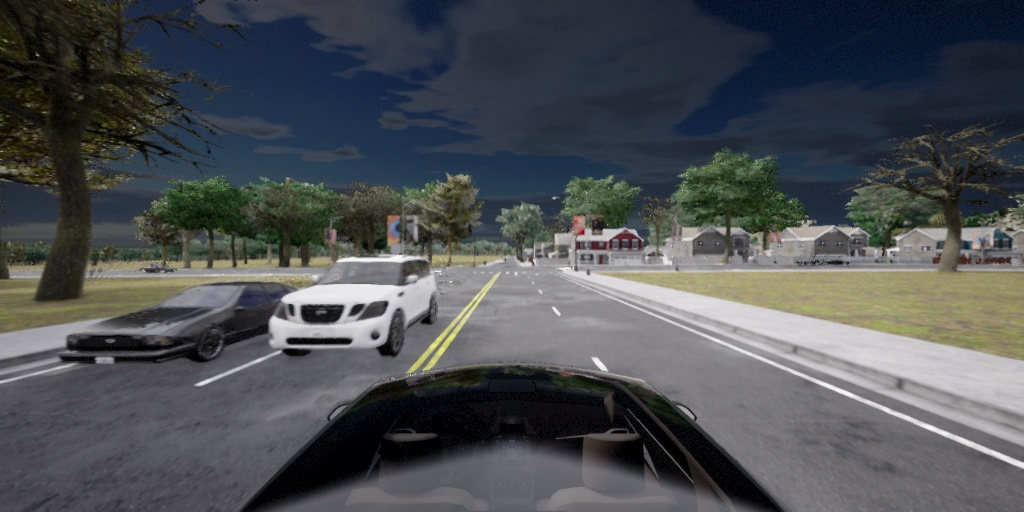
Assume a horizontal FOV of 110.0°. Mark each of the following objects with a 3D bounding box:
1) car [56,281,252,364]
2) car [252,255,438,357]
[{"bbox_3d":[-6.600,1.314,8.476,2.033,1.411,5.357,0,0,0],"label":"car"},{"bbox_3d":[-3.350,0.989,8.955,2.150,2.045,5.566,0,0,0],"label":"car"}]
